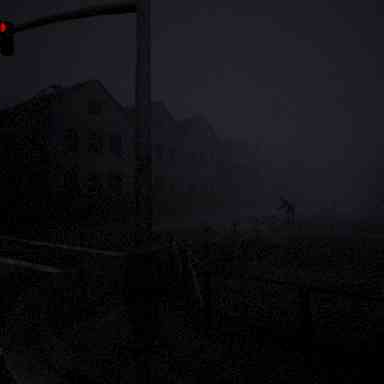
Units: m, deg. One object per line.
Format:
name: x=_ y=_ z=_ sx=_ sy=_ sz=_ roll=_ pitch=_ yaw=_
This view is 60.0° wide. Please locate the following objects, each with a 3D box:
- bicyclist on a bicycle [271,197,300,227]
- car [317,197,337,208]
bicyclist on a bicycle: x=5.132 y=1.092 z=18.377 sx=1.656 sy=1.620 sz=0.582 roll=0 pitch=0 yaw=35
car: x=17.497 y=1.328 z=42.985 sx=2.033 sy=1.411 sz=5.357 roll=0 pitch=0 yaw=31
